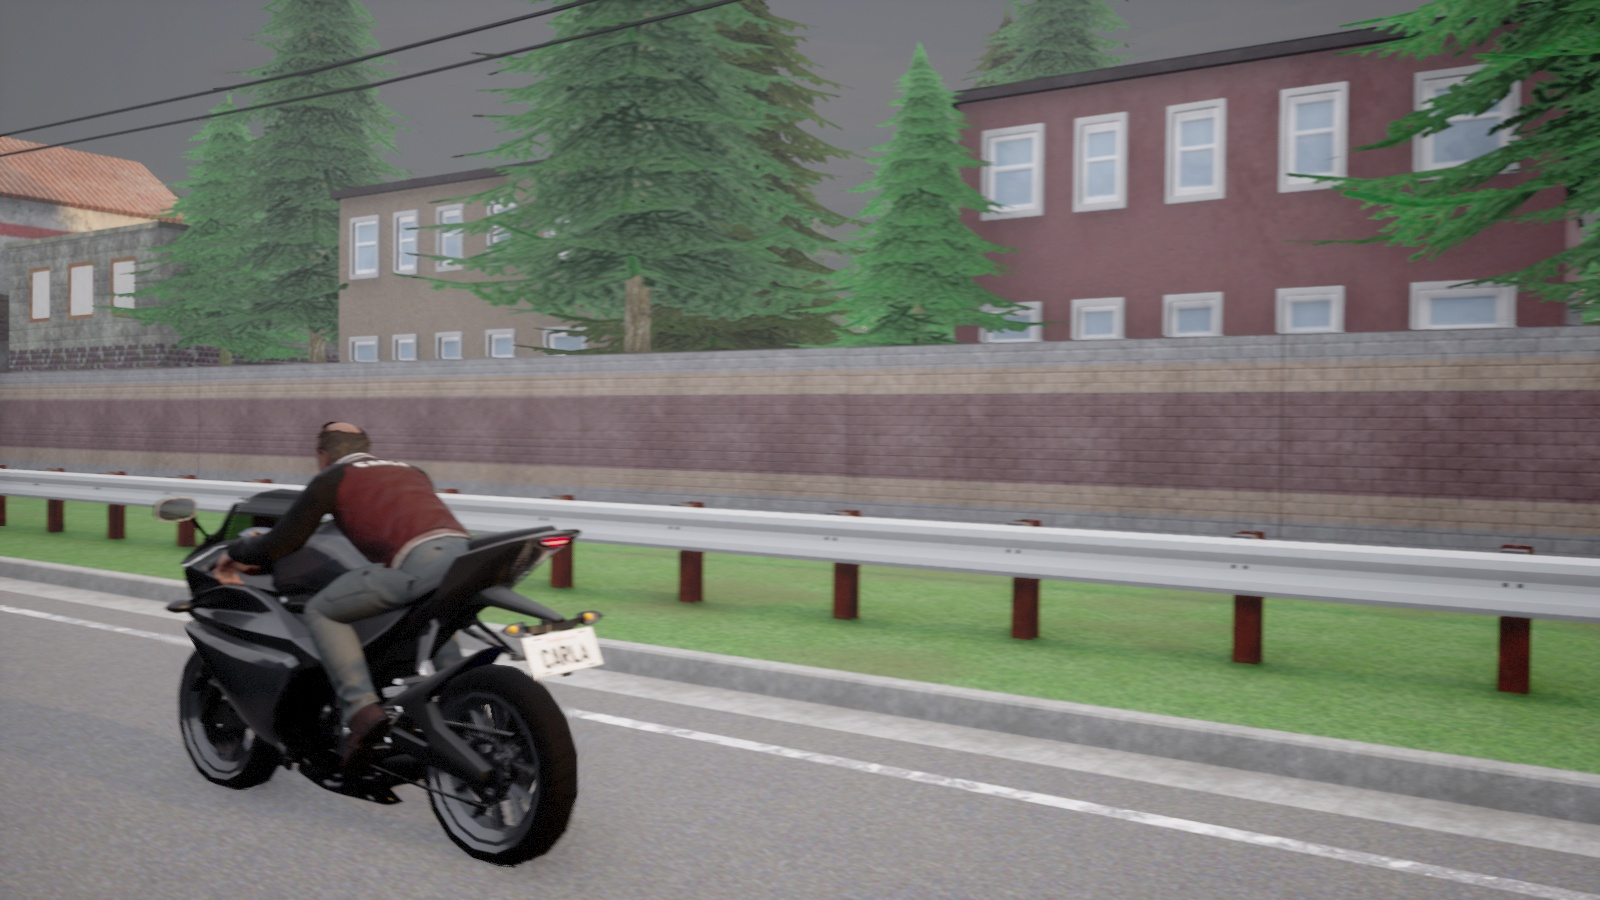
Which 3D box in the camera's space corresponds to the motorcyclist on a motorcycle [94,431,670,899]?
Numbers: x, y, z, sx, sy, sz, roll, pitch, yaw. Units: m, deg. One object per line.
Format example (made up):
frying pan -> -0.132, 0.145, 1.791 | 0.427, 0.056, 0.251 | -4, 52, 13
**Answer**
motorcyclist on a motorcycle -> -1.619, 0.702, 4.699 | 2.191, 1.530, 0.866 | 0, 1, 34
